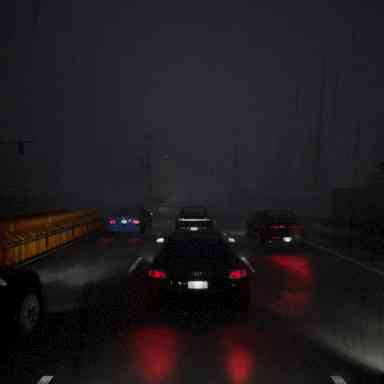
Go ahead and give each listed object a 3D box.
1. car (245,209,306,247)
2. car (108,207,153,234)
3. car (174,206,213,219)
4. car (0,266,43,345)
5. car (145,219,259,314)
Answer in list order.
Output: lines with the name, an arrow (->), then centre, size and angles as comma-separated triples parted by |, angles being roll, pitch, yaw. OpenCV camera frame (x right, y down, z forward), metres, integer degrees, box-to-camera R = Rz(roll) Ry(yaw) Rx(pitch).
car -> 3.592, 1.506, 14.926 | 1.837, 1.490, 4.892 | 0, 0, 0
car -> -3.408, 1.547, 19.186 | 2.033, 1.411, 5.357 | 0, 0, 0
car -> 0.093, 1.492, 17.672 | 2.128, 1.511, 4.902 | 0, 0, 0
car -> -3.401, 1.493, 3.643 | 2.128, 1.511, 4.902 | 0, 0, 0
car -> 0.097, 1.564, 7.723 | 1.994, 1.385, 4.181 | 0, 0, 0
